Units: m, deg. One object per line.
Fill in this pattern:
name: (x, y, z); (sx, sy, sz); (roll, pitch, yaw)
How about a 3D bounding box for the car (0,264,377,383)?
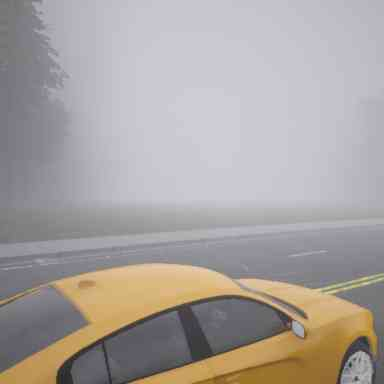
car: (-0.179, 1.476, 3.179); (5.008, 1.535, 1.882); (0, 0, -35)
